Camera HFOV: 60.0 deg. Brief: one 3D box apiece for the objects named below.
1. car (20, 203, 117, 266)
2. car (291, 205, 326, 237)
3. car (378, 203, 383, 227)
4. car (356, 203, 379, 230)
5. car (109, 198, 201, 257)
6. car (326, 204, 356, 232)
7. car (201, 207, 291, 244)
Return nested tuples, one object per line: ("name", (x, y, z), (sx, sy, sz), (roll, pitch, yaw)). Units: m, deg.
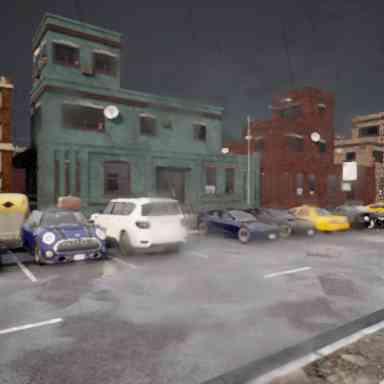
("car", (-4.685, 1.370, 11.862), (2.185, 1.767, 4.553), (0, 0, -35))
("car", (4.445, 1.576, 18.262), (2.163, 1.488, 4.792), (0, 0, -35))
("car", (11.125, 1.592, 23.042), (2.097, 1.535, 5.008), (0, 0, -35))
("car", (8.945, 1.606, 21.525), (2.163, 1.488, 4.792), (0, 0, -35))
("car", (-2.388, 1.256, 13.487), (2.435, 2.045, 5.566), (0, 0, -35))
("car", (6.589, 1.559, 20.046), (1.946, 1.575, 5.366), (0, 0, -35))
("car", (2.180, 1.562, 16.656), (2.163, 1.488, 4.792), (0, 0, -35))
